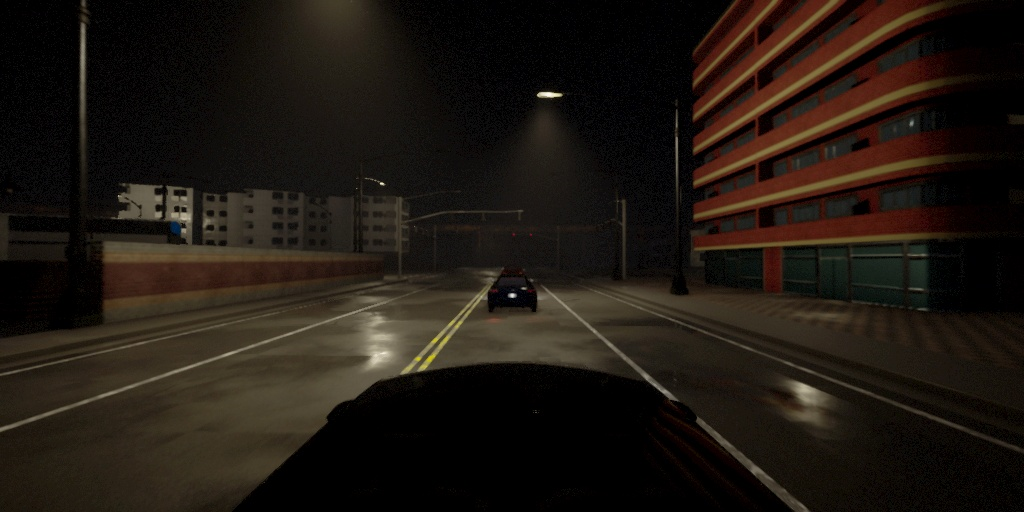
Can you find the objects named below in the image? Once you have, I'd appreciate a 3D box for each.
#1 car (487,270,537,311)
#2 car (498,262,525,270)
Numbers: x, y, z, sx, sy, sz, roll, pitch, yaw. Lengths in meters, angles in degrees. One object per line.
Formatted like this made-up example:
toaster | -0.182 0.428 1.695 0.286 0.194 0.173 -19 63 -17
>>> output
car | 0.024 1.461 15.357 1.994 1.385 4.181 0 -1 0
car | 0.119 1.543 31.013 1.882 1.535 5.008 0 0 2
